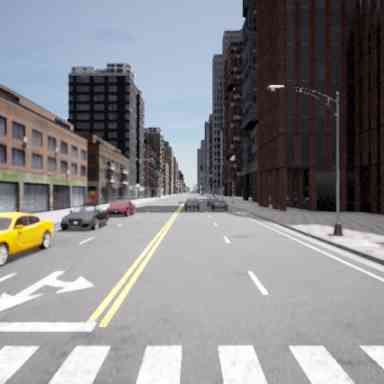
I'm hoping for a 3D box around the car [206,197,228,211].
[{"bbox_3d":[3.248,1.468,40.380,2.128,1.511,4.902,0,0,0],"label":"car"}]

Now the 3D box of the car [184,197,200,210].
[{"bbox_3d":[0.022,1.467,41.226,2.128,1.511,4.902,0,0,0],"label":"car"}]

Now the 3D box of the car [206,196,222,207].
[{"bbox_3d":[3.247,1.456,50.801,2.128,1.511,4.902,0,0,0],"label":"car"}]

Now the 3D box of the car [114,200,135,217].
[{"bbox_3d":[-6.564,1.461,31.265,1.882,1.535,5.008,0,0,0],"label":"car"}]

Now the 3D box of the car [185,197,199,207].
[{"bbox_3d":[-0.002,1.528,51.540,1.994,1.385,4.181,0,0,0],"label":"car"}]

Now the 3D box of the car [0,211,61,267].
[{"bbox_3d":[-6.598,1.473,11.593,1.882,1.535,5.008,0,0,0],"label":"car"}]

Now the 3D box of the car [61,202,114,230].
[{"bbox_3d":[-6.584,1.554,20.843,1.994,1.385,4.181,0,0,1],"label":"car"}]
